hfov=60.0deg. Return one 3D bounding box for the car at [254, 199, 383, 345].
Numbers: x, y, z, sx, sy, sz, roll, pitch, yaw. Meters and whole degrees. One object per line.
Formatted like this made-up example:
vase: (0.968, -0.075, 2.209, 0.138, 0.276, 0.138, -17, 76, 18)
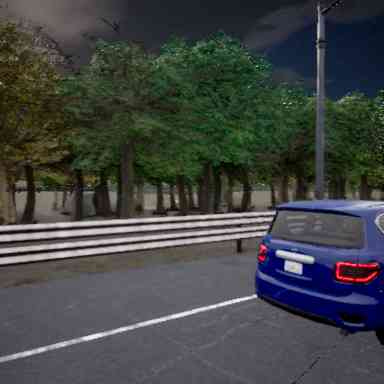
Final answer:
car: (3.662, 1.160, 6.276, 5.566, 2.045, 2.150, 0, 1, -34)
